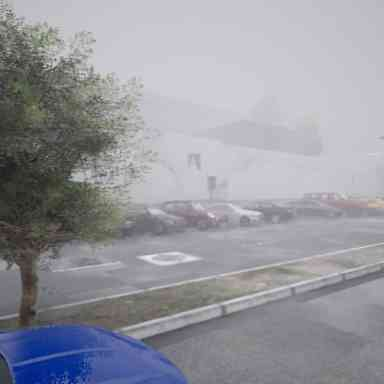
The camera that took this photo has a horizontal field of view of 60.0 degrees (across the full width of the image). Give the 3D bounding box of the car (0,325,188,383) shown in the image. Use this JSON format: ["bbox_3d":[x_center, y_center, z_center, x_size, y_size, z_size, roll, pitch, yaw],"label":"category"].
[{"bbox_3d":[-2.259,1.477,1.521,5.008,1.535,1.882,0,0,-36],"label":"car"}]

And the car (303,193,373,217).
[{"bbox_3d":[12.264,1.064,28.957,5.566,2.045,2.435,-1,-1,34],"label":"car"}]

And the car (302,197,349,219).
[{"bbox_3d":[9.823,1.370,27.211,4.792,1.488,2.163,-1,-1,34],"label":"car"}]

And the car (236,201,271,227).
[{"bbox_3d":[2.464,1.461,22.000,4.674,1.452,2.002,-1,-1,35],"label":"car"}]

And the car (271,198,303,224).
[{"bbox_3d":[4.912,1.396,23.734,5.008,1.535,2.097,-1,0,35],"label":"car"}]

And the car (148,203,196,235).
[{"bbox_3d":[-2.422,1.505,18.518,4.674,1.452,2.002,-1,-1,35],"label":"car"}]

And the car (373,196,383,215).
[{"bbox_3d":[14.839,1.285,30.604,5.366,1.575,1.946,-1,-1,35],"label":"car"}]

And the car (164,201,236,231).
[{"bbox_3d":[-0.006,1.318,20.276,4.553,1.767,2.185,-1,-1,35],"label":"car"}]

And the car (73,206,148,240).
[{"bbox_3d":[-4.898,1.505,16.781,4.792,1.488,2.163,-1,0,35],"label":"car"}]
